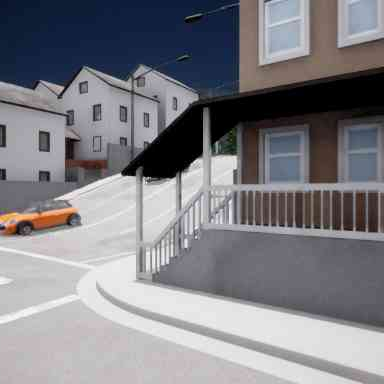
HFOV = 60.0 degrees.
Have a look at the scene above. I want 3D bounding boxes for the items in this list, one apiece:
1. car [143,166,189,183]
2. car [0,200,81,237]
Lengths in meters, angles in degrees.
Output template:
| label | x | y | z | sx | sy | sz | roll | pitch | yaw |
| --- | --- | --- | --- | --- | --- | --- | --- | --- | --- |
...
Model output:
| label | x | y | z | sx | sy | sz | roll | pitch | yaw |
| --- | --- | --- | --- | --- | --- | --- | --- | --- | --- |
| car | -2.230 | -1.858 | 28.973 | 1.895 | 1.301 | 4.718 | 0 | 18 | 34 |
| car | -8.877 | 1.374 | 19.267 | 2.097 | 1.767 | 4.553 | 0 | 5 | 35 |
